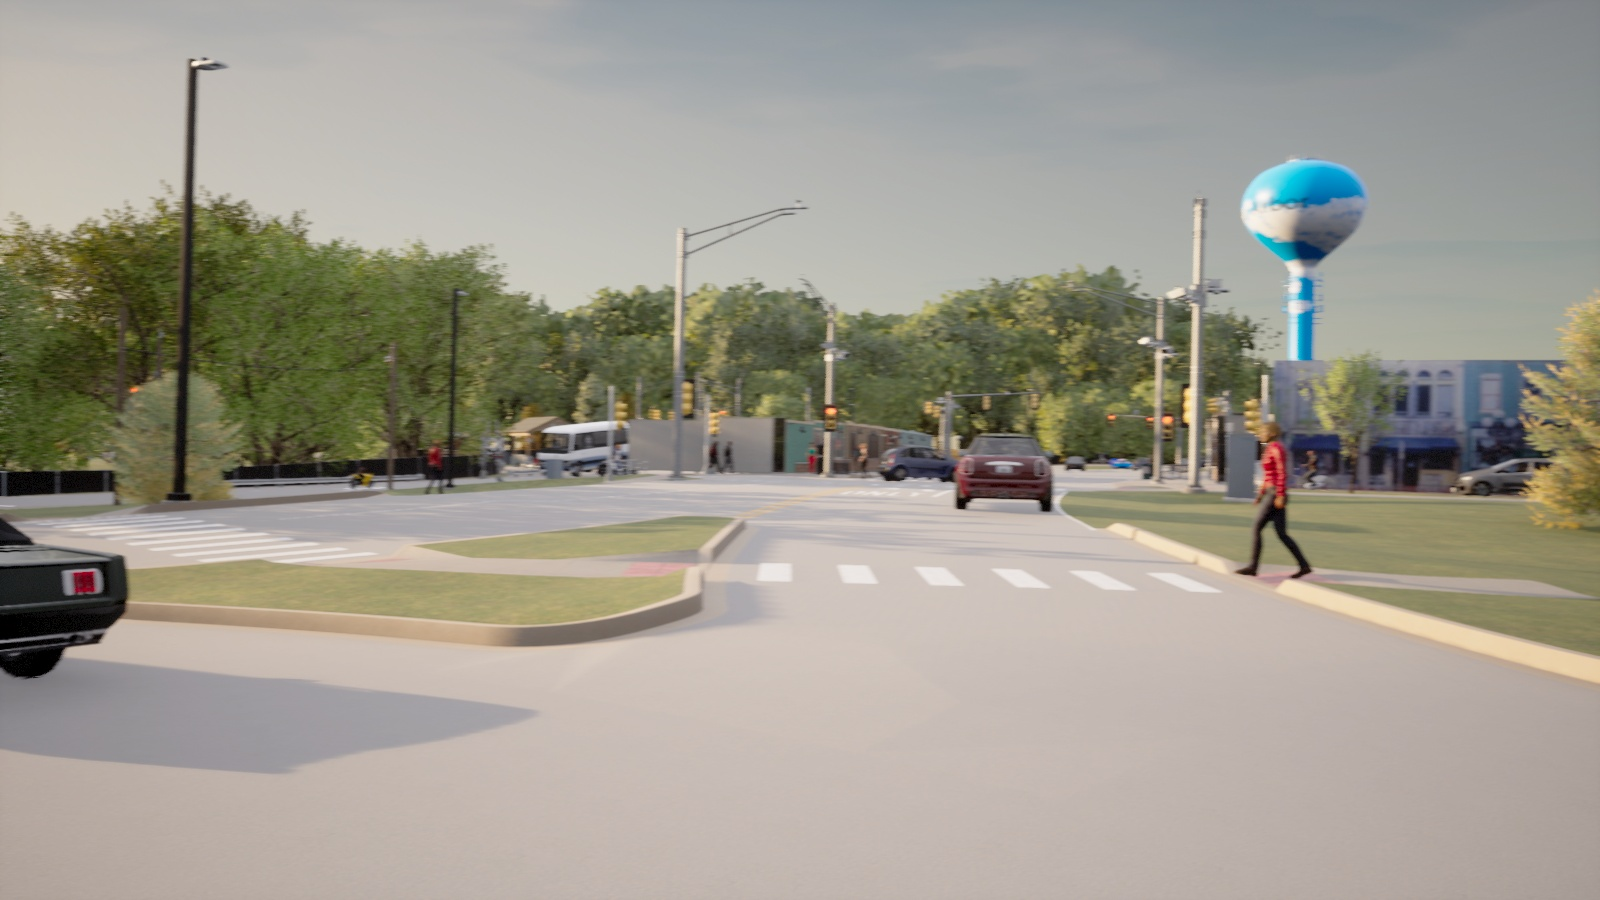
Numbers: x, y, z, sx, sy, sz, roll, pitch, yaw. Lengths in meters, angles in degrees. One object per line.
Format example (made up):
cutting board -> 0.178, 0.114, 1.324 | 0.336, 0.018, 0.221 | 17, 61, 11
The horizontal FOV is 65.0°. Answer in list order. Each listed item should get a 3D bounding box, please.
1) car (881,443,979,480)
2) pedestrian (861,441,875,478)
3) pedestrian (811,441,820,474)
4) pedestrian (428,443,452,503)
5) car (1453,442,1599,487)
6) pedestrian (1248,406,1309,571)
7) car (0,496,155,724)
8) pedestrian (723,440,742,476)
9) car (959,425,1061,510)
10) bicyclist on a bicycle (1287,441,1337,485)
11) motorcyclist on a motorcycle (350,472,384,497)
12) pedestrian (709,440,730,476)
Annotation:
car -> 5.824, 0.510, 56.529 | 3.988, 1.617, 1.851 | 1, -1, -14
pedestrian -> 3.410, 0.478, 63.101 | 0.594, 1.836, 0.345 | 0, -1, 19
pedestrian -> 0.869, 0.426, 69.759 | 0.345, 1.836, 0.594 | 0, -1, 19
pedestrian -> -11.233, 0.714, 39.184 | 0.331, 1.846, 0.636 | 0, -1, 30
car -> 28.310, 0.571, 49.105 | 4.611, 1.667, 2.242 | 1, -1, 18
pedestrian -> 5.468, 0.436, 14.363 | 0.636, 1.846, 0.331 | 0, -1, 21
car -> -6.686, 1.008, 8.415 | 4.718, 1.301, 1.895 | -2, -2, 29
pedestrian -> -3.531, 0.429, 66.029 | 0.849, 1.883, 0.563 | 0, -1, 18
car -> 4.789, 0.330, 28.607 | 2.097, 1.767, 4.553 | 0, 1, 10
bicyclist on a bicycle -> 20.957, 0.524, 51.454 | 1.843, 1.776, 0.659 | 1, -1, 18
motorcyclist on a motorcycle -> -27.169, 2.164, 78.869 | 0.797, 1.523, 2.044 | 1, 1, 25
pedestrian -> -4.167, 0.390, 64.756 | 0.899, 1.844, 0.634 | 0, -1, 20
